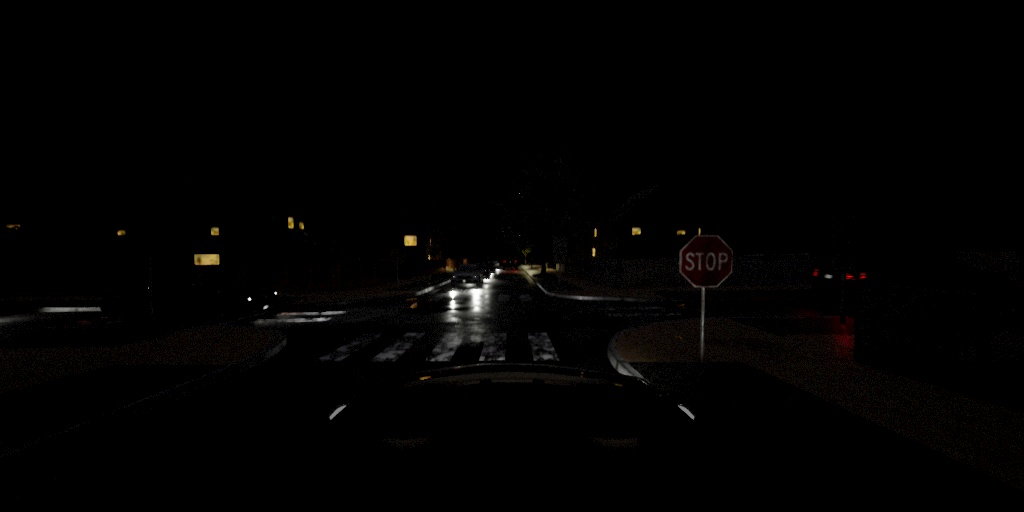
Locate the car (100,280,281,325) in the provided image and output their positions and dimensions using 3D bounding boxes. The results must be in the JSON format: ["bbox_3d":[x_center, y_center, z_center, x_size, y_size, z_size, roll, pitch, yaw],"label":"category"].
[{"bbox_3d":[-10.852,1.518,12.438,4.718,1.301,1.895,-1,2,-4],"label":"car"}]

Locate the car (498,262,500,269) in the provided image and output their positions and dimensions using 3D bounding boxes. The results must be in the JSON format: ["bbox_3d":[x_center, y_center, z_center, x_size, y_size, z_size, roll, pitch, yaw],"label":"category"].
[{"bbox_3d":[-3.033,1.413,59.145,1.895,1.301,4.718,0,0,0],"label":"car"}]

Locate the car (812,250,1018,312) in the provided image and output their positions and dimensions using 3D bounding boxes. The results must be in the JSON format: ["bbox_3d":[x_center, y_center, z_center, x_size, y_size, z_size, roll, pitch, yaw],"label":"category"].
[{"bbox_3d":[14.117,0.794,12.845,5.566,2.045,2.150,-1,2,3],"label":"car"}]

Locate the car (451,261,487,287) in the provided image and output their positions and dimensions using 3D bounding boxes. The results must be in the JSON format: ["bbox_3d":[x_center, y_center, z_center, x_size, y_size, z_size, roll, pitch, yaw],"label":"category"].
[{"bbox_3d":[-2.961,1.270,24.458,1.812,1.442,4.674,0,0,0],"label":"car"}]

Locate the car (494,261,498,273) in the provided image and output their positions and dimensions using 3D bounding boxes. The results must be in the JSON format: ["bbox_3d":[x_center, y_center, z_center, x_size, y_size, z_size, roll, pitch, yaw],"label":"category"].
[{"bbox_3d":[-3.047,1.326,43.628,1.994,1.385,4.181,0,0,0],"label":"car"}]

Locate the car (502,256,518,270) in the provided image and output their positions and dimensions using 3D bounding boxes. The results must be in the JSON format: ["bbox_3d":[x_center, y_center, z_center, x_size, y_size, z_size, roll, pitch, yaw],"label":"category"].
[{"bbox_3d":[-0.254,1.004,53.375,2.150,2.045,5.566,0,0,0],"label":"car"}]

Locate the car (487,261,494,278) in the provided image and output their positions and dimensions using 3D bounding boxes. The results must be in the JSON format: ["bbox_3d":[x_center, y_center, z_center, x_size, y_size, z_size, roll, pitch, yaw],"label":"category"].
[{"bbox_3d":[-2.997,1.278,33.628,1.812,1.442,4.674,0,0,0],"label":"car"}]
